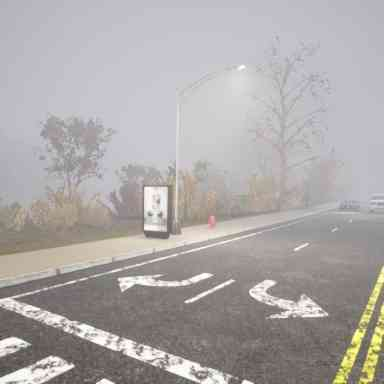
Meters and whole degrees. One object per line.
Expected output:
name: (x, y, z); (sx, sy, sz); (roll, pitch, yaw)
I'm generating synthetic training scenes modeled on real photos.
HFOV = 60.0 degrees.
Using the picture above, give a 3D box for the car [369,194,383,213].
car: (21.577, 1.263, 37.926); (2.150, 2.045, 5.566); (0, 0, 31)

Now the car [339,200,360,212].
car: (18.796, 1.603, 39.607); (1.994, 1.385, 4.181); (0, 0, 31)
